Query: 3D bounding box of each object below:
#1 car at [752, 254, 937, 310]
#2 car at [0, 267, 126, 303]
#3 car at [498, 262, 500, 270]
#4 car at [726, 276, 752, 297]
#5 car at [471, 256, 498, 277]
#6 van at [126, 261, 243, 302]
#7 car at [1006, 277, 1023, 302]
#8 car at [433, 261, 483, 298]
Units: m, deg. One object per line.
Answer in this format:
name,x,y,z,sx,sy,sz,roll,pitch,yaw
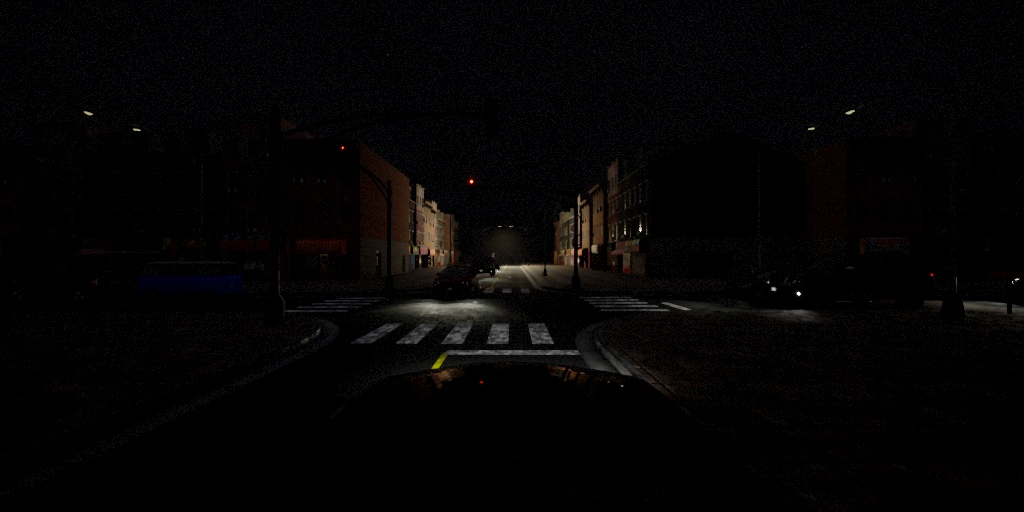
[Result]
car,12.972,0.934,13.998,5.566,2.045,2.150,0,0,0
car,-20.191,1.238,16.438,4.097,1.591,1.967,0,0,0
car,-2.735,1.383,52.096,1.895,1.301,4.718,0,0,0
car,12.286,1.266,16.532,4.403,1.370,2.007,0,0,0
car,-2.787,0.990,35.340,2.150,2.045,5.566,0,0,0
van,-14.716,1.123,16.454,3.998,1.789,1.690,0,0,0
car,22.656,1.047,14.021,4.553,1.767,2.097,0,0,0
car,-2.818,1.235,18.845,1.882,1.535,5.008,0,0,0
